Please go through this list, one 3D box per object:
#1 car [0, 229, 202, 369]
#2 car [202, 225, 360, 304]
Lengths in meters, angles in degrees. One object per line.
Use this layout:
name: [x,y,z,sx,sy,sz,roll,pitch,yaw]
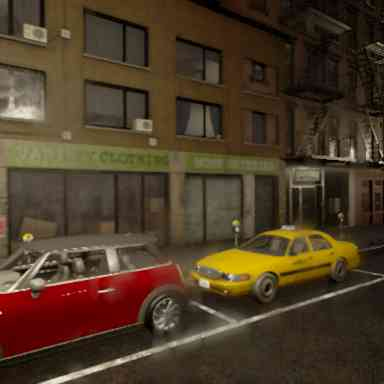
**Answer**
car: [-2.120,1.440,5.030,4.097,1.590,1.967,0,-1,-35]
car: [2.216,1.527,8.122,4.829,1.417,1.752,0,-1,-35]
